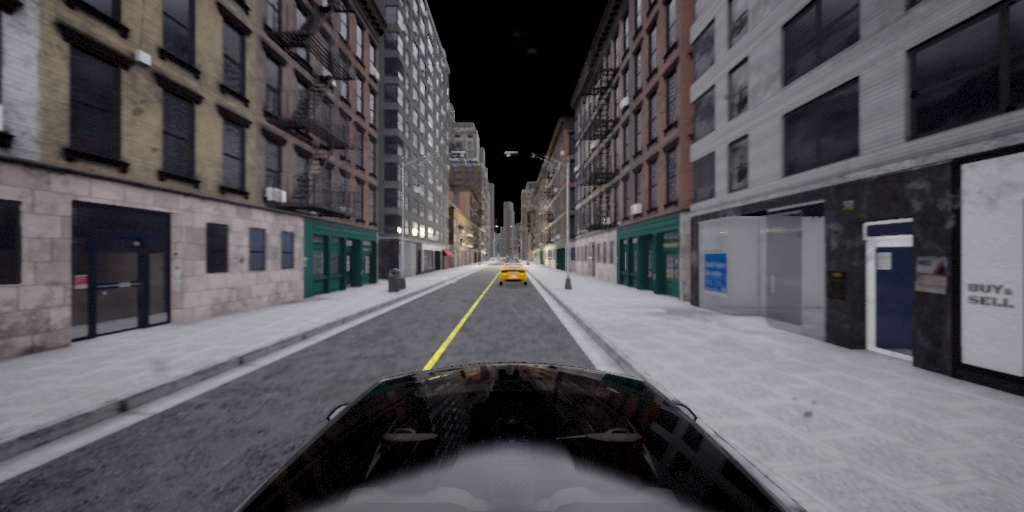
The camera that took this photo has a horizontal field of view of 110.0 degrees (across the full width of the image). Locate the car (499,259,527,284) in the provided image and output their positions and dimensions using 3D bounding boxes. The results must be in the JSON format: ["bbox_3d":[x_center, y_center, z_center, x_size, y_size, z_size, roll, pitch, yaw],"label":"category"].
[{"bbox_3d":[0.089,1.232,26.634,1.882,1.535,5.008,0,0,0],"label":"car"}]
